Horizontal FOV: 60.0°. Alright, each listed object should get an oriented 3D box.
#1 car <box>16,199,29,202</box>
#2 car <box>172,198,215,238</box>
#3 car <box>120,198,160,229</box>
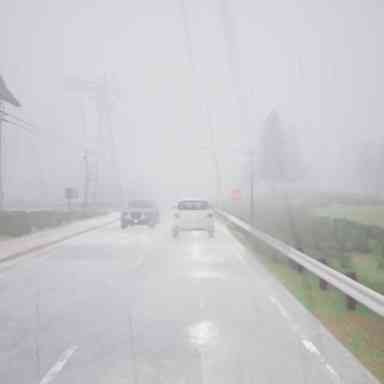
[{"bbox_3d":[-32.423,1.995,63.550,1.784,1.438,3.905,0,0,-1],"label":"car"},{"bbox_3d":[0.065,1.354,18.813,2.150,2.045,5.566,0,0,0],"label":"car"},{"bbox_3d":[-3.544,1.498,23.696,2.150,2.045,5.566,0,0,0],"label":"car"}]
